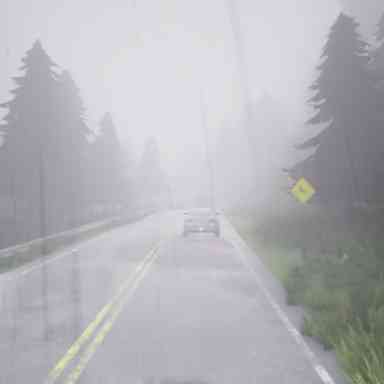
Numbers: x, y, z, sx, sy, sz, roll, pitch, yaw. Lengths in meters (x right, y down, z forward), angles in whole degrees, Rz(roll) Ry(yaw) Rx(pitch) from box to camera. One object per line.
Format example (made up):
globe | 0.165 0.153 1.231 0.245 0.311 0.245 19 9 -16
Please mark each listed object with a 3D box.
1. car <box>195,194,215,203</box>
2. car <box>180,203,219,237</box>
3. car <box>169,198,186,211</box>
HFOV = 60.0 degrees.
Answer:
car | 1.536 1.304 38.880 2.150 2.045 5.566 0 0 2
car | 0.540 1.564 18.388 1.812 1.442 4.674 0 0 2
car | -1.865 1.553 42.527 1.882 1.535 5.008 1 0 -1
